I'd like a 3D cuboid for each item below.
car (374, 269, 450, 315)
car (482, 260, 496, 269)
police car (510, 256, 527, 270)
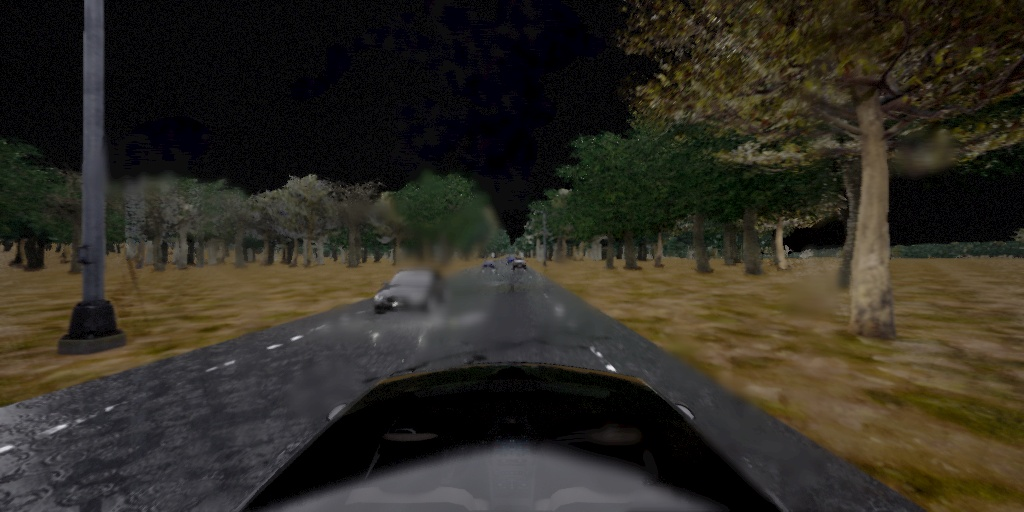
[{"bbox_3d":[-3.585,1.258,13.591,1.837,1.490,4.892,0,0,0],"label":"car"},{"bbox_3d":[-3.515,1.330,55.292,1.895,1.301,4.718,0,0,1],"label":"car"},{"bbox_3d":[1.070,1.160,51.225,1.930,1.638,5.238,0,0,0],"label":"police car"}]
